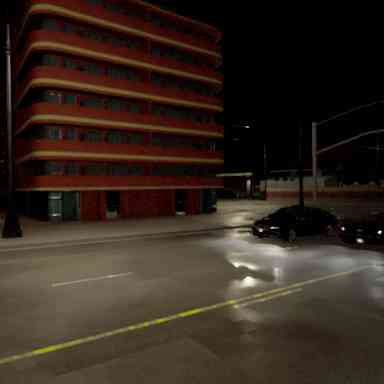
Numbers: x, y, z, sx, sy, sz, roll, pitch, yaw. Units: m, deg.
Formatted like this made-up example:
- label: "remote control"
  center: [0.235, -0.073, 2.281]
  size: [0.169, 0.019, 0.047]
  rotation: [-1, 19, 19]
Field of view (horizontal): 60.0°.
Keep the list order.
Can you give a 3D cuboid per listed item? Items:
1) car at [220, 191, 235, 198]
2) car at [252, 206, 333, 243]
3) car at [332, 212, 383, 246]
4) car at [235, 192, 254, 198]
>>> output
- label: "car"
  center: [9.424, 0.607, 86.452]
  size: [4.611, 1.667, 2.242]
  rotation: [-1, 1, -35]
- label: "car"
  center: [5.033, 1.467, 16.105]
  size: [4.892, 1.490, 1.837]
  rotation: [0, 0, -35]
- label: "car"
  center: [8.293, 1.554, 14.115]
  size: [4.718, 1.301, 1.895]
  rotation: [0, 0, -35]
- label: "car"
  center: [13.391, 0.753, 82.226]
  size: [3.806, 1.475, 1.970]
  rotation: [-1, 1, -35]
